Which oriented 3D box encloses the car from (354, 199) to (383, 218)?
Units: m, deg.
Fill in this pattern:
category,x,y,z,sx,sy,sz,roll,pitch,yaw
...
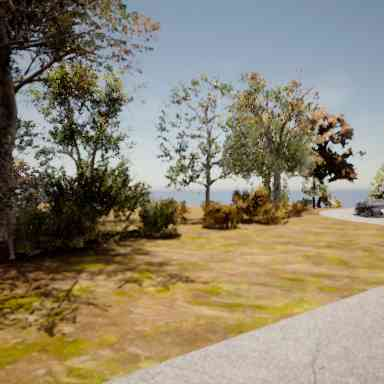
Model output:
category,x,y,z,sx,sy,sz,roll,pitch,yaw
car,15.460,1.378,28.405,2.128,1.511,4.902,0,0,8
